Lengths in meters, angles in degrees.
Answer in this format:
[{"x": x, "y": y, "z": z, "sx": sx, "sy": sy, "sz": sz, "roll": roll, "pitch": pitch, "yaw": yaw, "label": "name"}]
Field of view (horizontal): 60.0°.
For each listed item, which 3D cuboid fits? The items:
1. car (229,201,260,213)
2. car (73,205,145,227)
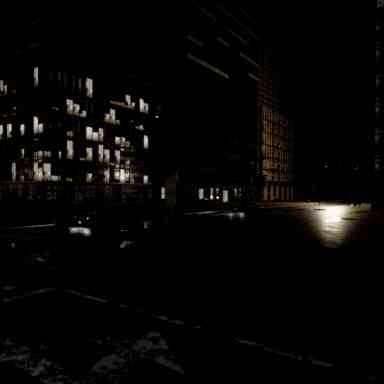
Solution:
[{"x": 6.406, "y": 1.764, "z": 40.335, "sx": 1.895, "sy": 1.301, "sz": 4.718, "roll": 1, "pitch": 0, "yaw": 37, "label": "car"}, {"x": -5.784, "y": 1.617, "z": 24.001, "sx": 2.033, "sy": 1.411, "sz": 5.357, "roll": 1, "pitch": 0, "yaw": 37, "label": "car"}]
